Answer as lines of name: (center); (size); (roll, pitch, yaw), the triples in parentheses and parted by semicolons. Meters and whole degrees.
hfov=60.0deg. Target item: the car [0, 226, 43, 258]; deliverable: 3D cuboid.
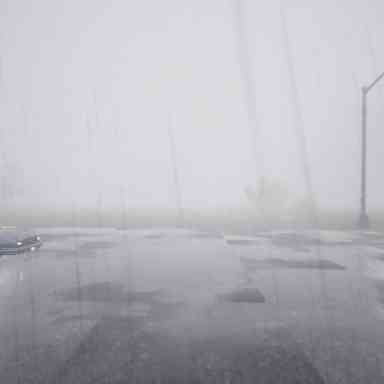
car: (-8.521, 1.684, 12.309); (5.357, 1.411, 2.033); (0, 0, 1)
